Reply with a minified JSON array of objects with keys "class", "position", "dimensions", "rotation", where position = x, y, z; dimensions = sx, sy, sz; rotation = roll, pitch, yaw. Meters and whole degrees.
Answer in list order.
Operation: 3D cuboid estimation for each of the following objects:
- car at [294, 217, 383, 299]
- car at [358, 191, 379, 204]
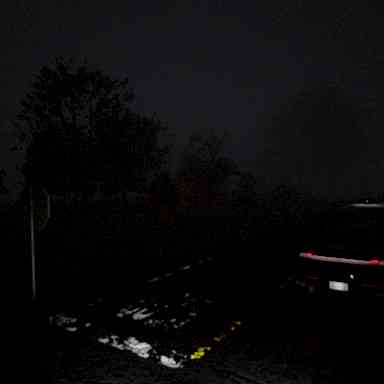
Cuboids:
[{"class":"car","position":[3.798,1.327,7.655],"dimensions":[2.128,1.511,4.902],"rotation":[0,1,33]},{"class":"car","position":[20.634,0.585,38.686],"dimensions":[2.033,1.411,5.357],"rotation":[0,1,33]}]
